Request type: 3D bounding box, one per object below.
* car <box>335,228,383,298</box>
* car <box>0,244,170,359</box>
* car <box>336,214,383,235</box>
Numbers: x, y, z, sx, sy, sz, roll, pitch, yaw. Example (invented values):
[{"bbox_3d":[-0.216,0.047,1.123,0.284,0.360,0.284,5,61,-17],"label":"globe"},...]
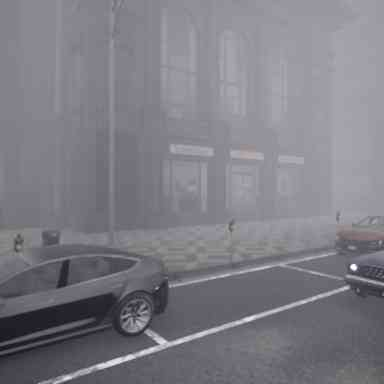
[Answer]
[{"bbox_3d":[5.333,1.547,7.186,4.718,1.301,1.895,0,0,-36],"label":"car"},{"bbox_3d":[-2.371,1.560,5.066,4.313,1.339,1.947,0,1,-36],"label":"car"},{"bbox_3d":[6.786,1.466,11.600,4.507,1.381,1.887,0,1,-36],"label":"car"}]
